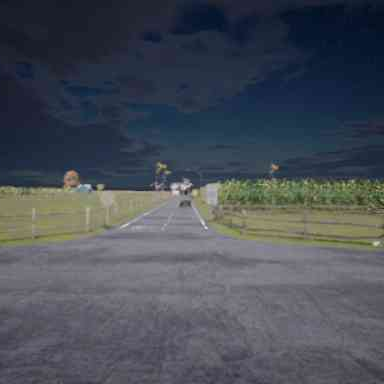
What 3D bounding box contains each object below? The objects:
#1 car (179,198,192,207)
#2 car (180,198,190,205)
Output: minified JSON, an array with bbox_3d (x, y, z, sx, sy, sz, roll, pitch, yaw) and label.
[{"bbox_3d":[-1.053,1.691,54.119,1.837,1.490,4.892,1,0,-1],"label":"car"},{"bbox_3d":[-1.424,1.819,66.424,1.895,1.301,4.718,1,0,-1],"label":"car"}]
